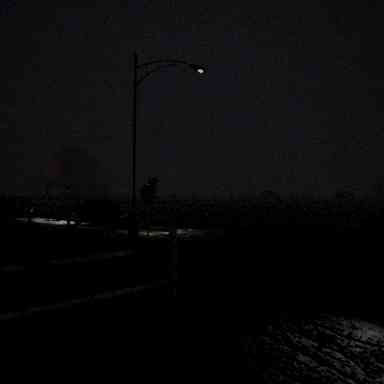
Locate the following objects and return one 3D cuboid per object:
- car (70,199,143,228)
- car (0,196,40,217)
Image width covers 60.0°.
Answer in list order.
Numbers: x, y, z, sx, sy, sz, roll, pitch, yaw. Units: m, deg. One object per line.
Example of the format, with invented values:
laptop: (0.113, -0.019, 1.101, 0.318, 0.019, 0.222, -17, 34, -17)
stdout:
car: (-5.092, 1.180, 19.585, 5.008, 1.535, 1.882, 1, 0, 35)
car: (-13.604, 1.054, 25.542, 4.902, 1.511, 2.128, 1, 0, 36)
